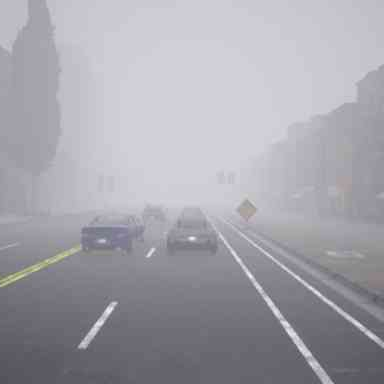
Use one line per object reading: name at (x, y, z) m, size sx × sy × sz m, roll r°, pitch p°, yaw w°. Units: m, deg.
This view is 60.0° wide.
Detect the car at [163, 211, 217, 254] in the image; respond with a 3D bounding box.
car at (0.009, 1.719, 14.322) m, size 1.994 × 1.385 × 4.181 m, roll 0°, pitch -1°, yaw 0°

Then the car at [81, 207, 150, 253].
car at (-3.241, 1.635, 14.486) m, size 1.882 × 1.535 × 5.008 m, roll 0°, pitch 0°, yaw 0°

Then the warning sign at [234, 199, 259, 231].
warning sign at (3.226, 1.335, 19.681) m, size 1.300 × 1.860 × 1.060 m, roll 0°, pitch -1°, yaw 0°

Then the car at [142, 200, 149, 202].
car at (-9.731, 2.466, 71.023) m, size 1.994 × 1.385 × 4.181 m, roll 0°, pitch -1°, yaw 0°

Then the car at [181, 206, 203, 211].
car at (0.012, 1.900, 29.318) m, size 1.994 × 1.385 × 4.181 m, roll 0°, pitch -1°, yaw 0°

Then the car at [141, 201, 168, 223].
car at (-3.238, 1.843, 29.316) m, size 1.837 × 1.490 × 4.892 m, roll 0°, pitch 0°, yaw 0°
